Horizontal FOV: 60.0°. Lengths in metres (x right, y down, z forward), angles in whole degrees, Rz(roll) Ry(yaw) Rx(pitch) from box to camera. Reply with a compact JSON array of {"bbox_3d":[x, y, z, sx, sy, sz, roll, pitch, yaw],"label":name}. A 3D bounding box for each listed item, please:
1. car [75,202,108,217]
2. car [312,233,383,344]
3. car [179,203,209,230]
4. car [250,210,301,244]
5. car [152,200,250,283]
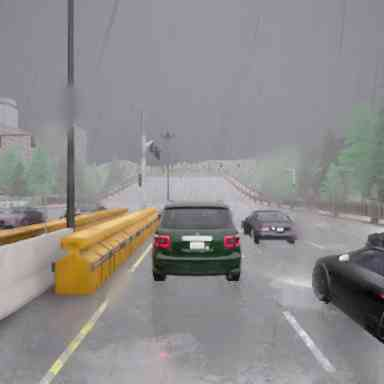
[{"bbox_3d":[-6.969,1.388,22.123,2.033,1.411,5.357,0,0,0],"label":"car"},{"bbox_3d":[3.609,1.575,5.614,1.994,1.385,4.181,0,0,0],"label":"car"},{"bbox_3d":[0.131,1.549,22.389,1.837,1.490,4.892,0,0,0],"label":"car"},{"bbox_3d":[3.622,1.579,16.089,2.033,1.411,5.357,0,0,0],"label":"car"},{"bbox_3d":[0.115,1.243,9.895,2.150,2.045,5.566,0,0,0],"label":"car"}]
